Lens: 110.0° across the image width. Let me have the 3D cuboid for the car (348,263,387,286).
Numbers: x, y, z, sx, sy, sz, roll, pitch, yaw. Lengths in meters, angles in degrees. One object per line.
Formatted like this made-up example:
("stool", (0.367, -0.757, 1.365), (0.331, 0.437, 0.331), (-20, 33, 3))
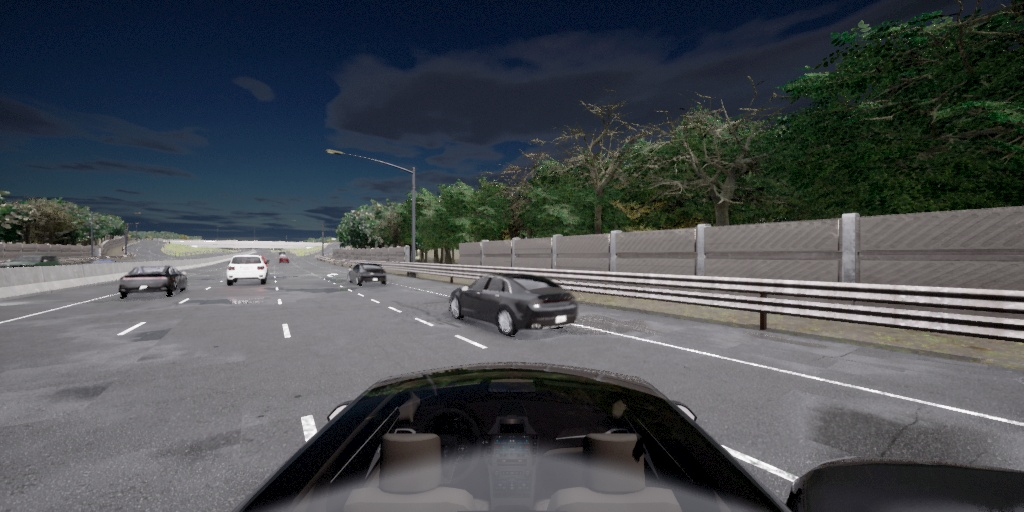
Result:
("car", (-10.325, 1.248, 25.494), (1.837, 1.490, 4.892), (0, 1, -34))

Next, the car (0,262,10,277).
("car", (-49.095, 1.257, 32.728), (2.033, 1.411, 5.357), (0, 0, -34))

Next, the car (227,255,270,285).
("car", (-19.063, 0.958, 25.943), (2.150, 2.045, 5.566), (0, 0, -34))

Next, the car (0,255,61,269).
("car", (-46.012, 0.929, 34.409), (2.150, 2.045, 5.566), (0, 0, -34))

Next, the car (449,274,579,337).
("car", (-0.195, 1.254, 10.508), (1.837, 1.490, 4.892), (0, 0, -34))

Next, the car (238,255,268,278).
("car", (-25.031, 0.947, 34.847), (2.150, 2.045, 5.566), (0, 0, -34))

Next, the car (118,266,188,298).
("car", (-18.160, 1.233, 18.333), (2.128, 1.511, 4.902), (0, 0, -34))

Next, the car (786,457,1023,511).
("car", (2.984, 1.315, 0.547), (4.181, 1.385, 1.994), (0, 0, 34))

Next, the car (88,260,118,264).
("car", (-45.453, 1.185, 39.914), (1.882, 1.535, 5.008), (0, 0, -33))
